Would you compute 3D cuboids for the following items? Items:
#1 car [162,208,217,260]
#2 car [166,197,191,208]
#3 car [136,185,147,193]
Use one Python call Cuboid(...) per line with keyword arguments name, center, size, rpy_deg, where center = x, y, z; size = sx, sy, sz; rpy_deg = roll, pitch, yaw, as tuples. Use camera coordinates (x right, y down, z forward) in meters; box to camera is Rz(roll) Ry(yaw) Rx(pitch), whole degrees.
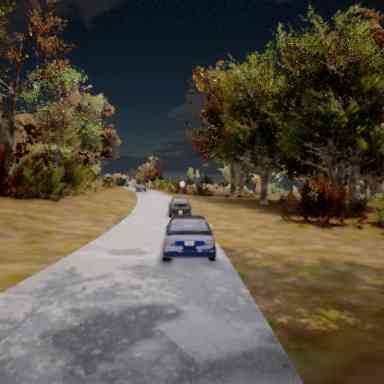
Cuboid(name="car", center=(-0.140, 1.570, 12.529), size=(2.033, 1.411, 5.357), rpy_deg=(0, 1, -2))
Cuboid(name="car", center=(-1.097, 1.197, 28.471), size=(1.837, 1.490, 4.892), rpy_deg=(0, 2, -5))
Cuboid(name="car", center=(-9.890, -0.666, 64.772), size=(1.837, 1.490, 4.892), rpy_deg=(2, 3, -13))
